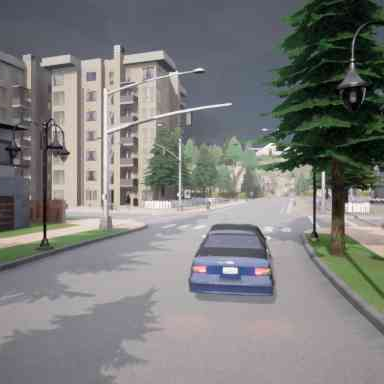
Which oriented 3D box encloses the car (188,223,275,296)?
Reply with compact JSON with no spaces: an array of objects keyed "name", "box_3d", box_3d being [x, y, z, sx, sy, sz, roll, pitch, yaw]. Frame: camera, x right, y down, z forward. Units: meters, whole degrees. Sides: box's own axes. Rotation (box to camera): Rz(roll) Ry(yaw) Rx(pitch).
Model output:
[{"name":"car","box_3d":[1.137,1.547,8.833,2.033,1.411,5.357,0,0,9]}]
